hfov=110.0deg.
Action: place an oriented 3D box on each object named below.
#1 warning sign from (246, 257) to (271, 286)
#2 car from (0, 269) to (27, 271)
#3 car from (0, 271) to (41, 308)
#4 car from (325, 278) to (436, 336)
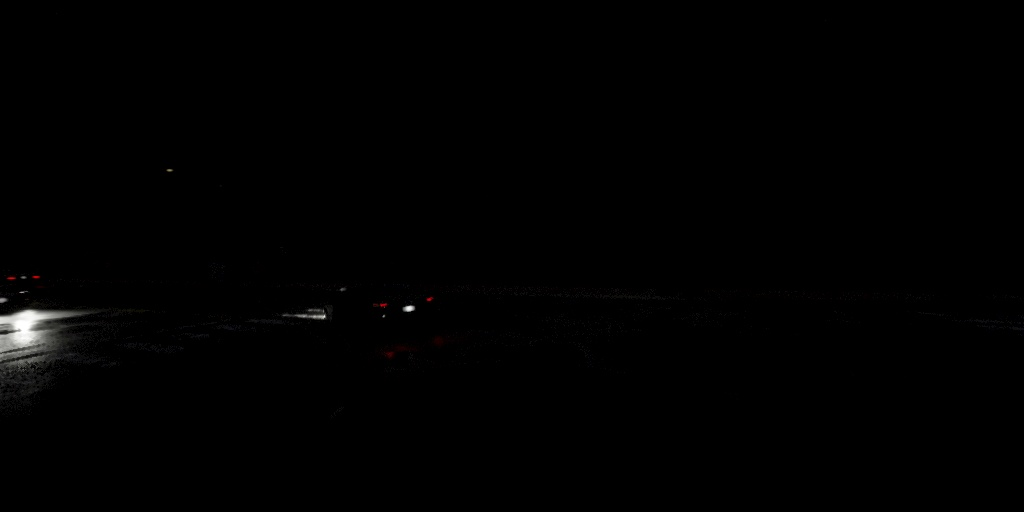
[{"bbox_3d":[-16.350,0.973,23.059,1.060,1.860,1.300,0,0,20],"label":"warning sign"},{"bbox_3d":[-40.286,1.772,28.758,5.357,1.411,2.033,-1,1,20],"label":"car"},{"bbox_3d":[-22.997,1.564,15.410,4.902,1.511,2.128,-1,1,20],"label":"car"},{"bbox_3d":[-4.079,1.356,10.893,1.994,1.385,4.181,-2,1,-43],"label":"car"}]
